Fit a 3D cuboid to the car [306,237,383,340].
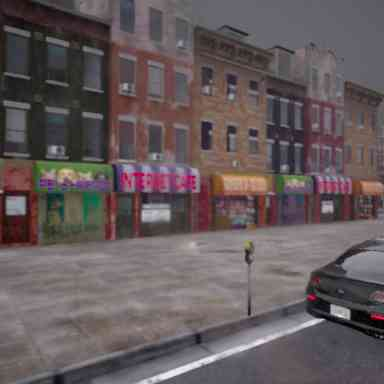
[{"bbox_3d":[4.015,1.582,6.138,4.674,1.442,1.812,1,0,-35],"label":"car"}]
